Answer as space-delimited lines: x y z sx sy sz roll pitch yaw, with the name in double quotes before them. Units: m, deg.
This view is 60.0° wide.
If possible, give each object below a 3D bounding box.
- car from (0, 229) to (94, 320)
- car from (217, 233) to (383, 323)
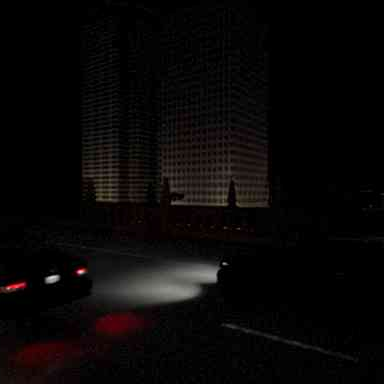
"car" -4.434 1.527 7.093 5.357 1.411 2.033 0 0 35
"car" 2.706 1.522 6.350 4.674 1.442 1.812 0 0 35
